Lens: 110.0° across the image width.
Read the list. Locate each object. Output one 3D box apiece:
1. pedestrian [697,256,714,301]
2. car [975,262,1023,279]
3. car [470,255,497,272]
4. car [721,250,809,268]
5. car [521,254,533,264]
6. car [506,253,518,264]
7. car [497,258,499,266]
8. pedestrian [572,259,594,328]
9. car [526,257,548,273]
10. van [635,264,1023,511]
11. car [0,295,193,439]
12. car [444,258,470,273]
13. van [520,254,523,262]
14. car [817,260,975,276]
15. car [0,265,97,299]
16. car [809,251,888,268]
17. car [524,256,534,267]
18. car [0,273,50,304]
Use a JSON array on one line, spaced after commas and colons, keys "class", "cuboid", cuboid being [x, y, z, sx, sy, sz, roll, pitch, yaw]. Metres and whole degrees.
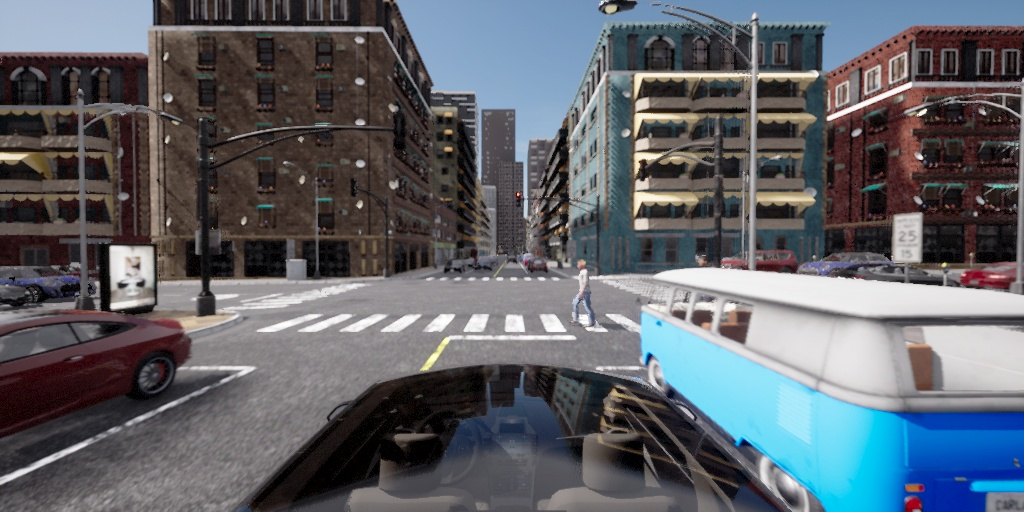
[{"class": "pedestrian", "cuboid": [4.833, 0.824, 8.930, 0.375, 1.860, 0.375, 0, 1, 0]}, {"class": "car", "cuboid": [21.365, 0.907, 14.991, 4.207, 1.307, 1.802, 0, 0, 0]}, {"class": "car", "cuboid": [-3.086, 0.939, 39.855, 2.033, 1.411, 5.357, 0, 1, 0]}, {"class": "car", "cuboid": [15.774, 0.576, 23.332, 5.009, 1.841, 2.192, 0, 0, 0]}, {"class": "car", "cuboid": [2.693, 0.820, 52.745, 1.888, 1.381, 4.507, 0, 0, 0]}, {"class": "car", "cuboid": [0.004, 0.669, 65.207, 1.837, 1.490, 4.892, 0, 0, 0]}, {"class": "car", "cuboid": [-3.052, 0.790, 56.386, 2.033, 1.411, 5.357, 0, 1, 1]}, {"class": "pedestrian", "cuboid": [1.894, 0.969, 9.532, 0.375, 1.860, 0.375, 0, 1, 0]}, {"class": "car", "cuboid": [2.692, 1.007, 36.175, 1.802, 1.307, 4.207, 0, 0, 0]}, {"class": "van", "cuboid": [2.689, 1.071, 3.783, 1.690, 1.789, 3.998, 0, 0, 0]}, {"class": "car", "cuboid": [-5.692, 1.312, 3.785, 1.802, 1.307, 4.207, 0, 0, 0]}, {"class": "car", "cuboid": [-5.689, 0.990, 36.188, 1.948, 1.339, 4.313, 0, 0, 0]}, {"class": "van", "cuboid": [2.694, 0.567, 58.268, 1.690, 1.789, 3.998, 0, 0, 0]}, {"class": "car", "cuboid": [15.794, 0.972, 14.953, 4.313, 1.339, 1.948, 0, 0, 0]}, {"class": "car", "cuboid": [-23.124, 1.280, 17.255, 4.553, 1.767, 2.097, -1, 1, 0]}, {"class": "car", "cuboid": [19.271, 0.608, 20.751, 4.553, 1.767, 2.097, -1, 1, 0]}, {"class": "car", "cuboid": [2.692, 0.940, 41.699, 1.948, 1.339, 4.313, 0, 0, 0]}, {"class": "car", "cuboid": [-22.393, 1.514, 14.558, 4.403, 1.370, 2.007, 0, 0, 0]}]
